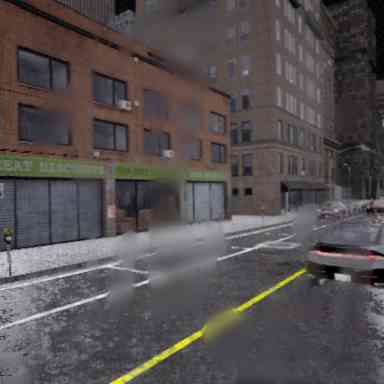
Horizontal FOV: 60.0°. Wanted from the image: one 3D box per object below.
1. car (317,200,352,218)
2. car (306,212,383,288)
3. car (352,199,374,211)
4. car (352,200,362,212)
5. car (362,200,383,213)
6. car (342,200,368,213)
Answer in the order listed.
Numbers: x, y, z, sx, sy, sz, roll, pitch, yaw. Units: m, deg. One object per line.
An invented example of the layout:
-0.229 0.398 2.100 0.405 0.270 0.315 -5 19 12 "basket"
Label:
12.724 1.593 30.145 1.967 1.590 4.097 -2 -1 36 "car"
4.499 1.526 8.759 2.128 1.511 4.902 -1 -1 36 "car"
22.408 1.715 43.524 1.887 1.381 4.507 -2 -1 36 "car"
15.954 1.724 34.603 1.947 1.339 4.313 -2 -1 36 "car"
19.850 1.592 35.354 1.882 1.535 5.008 -1 -1 36 "car"
19.180 1.715 39.063 2.008 1.369 4.403 -2 -1 36 "car"
